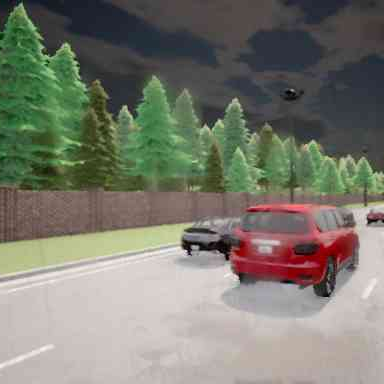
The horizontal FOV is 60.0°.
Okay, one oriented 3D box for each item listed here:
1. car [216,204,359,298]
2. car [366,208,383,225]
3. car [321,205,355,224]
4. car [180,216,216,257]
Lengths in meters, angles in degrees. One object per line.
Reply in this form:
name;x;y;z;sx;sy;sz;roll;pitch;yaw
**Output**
car;3.087;1.345;9.244;2.150;2.045;5.566;-1;-1;35
car;15.474;1.959;26.984;1.895;1.301;4.718;-1;-1;35
car;13.044;1.958;29.617;1.994;1.385;4.181;-1;-1;35
car;1.499;1.667;13.078;2.128;1.511;4.902;-1;-1;35
